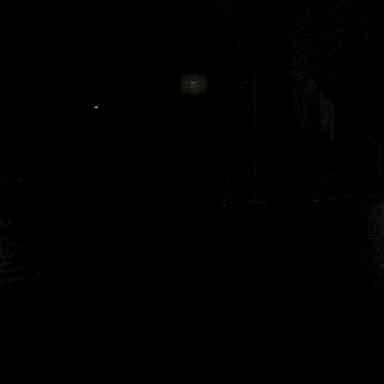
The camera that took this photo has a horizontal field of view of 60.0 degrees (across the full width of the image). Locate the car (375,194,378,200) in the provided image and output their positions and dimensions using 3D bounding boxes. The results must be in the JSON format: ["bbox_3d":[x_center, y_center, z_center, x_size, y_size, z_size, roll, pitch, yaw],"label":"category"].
[{"bbox_3d":[36.552,1.303,68.717,1.752,1.417,4.829,-1,0,35],"label":"car"}]

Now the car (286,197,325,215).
[{"bbox_3d":[10.773,1.424,31.491,1.947,1.339,4.313,0,0,35],"label":"car"}]

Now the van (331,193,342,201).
[{"bbox_3d":[35.872,1.186,82.713,1.690,1.788,3.998,-1,0,35],"label":"van"}]

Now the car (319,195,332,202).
[{"bbox_3d":[29.453,1.427,73.439,1.802,1.307,4.206,0,0,35],"label":"car"}]

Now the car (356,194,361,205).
[{"bbox_3d":[23.614,1.378,50.034,1.947,1.339,4.313,0,0,35],"label":"car"}]

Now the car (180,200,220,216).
[{"bbox_3d":[0.557,1.524,31.713,1.802,1.307,4.206,0,0,35],"label":"car"}]

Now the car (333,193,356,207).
[{"bbox_3d":[20.403,1.137,45.400,2.192,1.841,5.009,0,0,35],"label":"car"}]

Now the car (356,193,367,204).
[{"bbox_3d":[26.823,1.118,54.671,2.192,1.841,5.009,0,0,35],"label":"car"}]

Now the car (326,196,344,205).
[{"bbox_3d":[23.194,1.354,53.943,1.812,1.442,4.674,-1,0,35],"label":"car"}]

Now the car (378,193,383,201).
[{"bbox_3d":[42.875,1.359,77.848,1.802,1.307,4.206,-1,0,35],"label":"car"}]

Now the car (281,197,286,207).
[{"bbox_3d":[13.399,1.455,50.258,1.947,1.339,4.313,0,0,35],"label":"car"}]

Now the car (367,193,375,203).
[{"bbox_3d":[33.244,1.100,63.943,2.192,1.841,5.009,0,0,35],"label":"car"}]

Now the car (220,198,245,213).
[{"bbox_3d":[3.766,1.366,36.348,1.967,1.590,4.097,0,0,35],"label":"car"}]

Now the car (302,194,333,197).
[{"bbox_3d":[17.097,1.336,45.137,2.128,1.511,4.902,-1,0,35],"label":"car"}]

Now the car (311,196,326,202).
[{"bbox_3d":[26.243,1.418,68.804,1.947,1.339,4.313,0,0,35],"label":"car"}]

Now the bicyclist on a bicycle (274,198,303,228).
[{"bbox_3d":[5.304,1.177,18.392,1.656,1.620,0.582,-1,0,35],"label":"bicyclist on a bicycle"}]

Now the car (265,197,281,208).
[{"bbox_3d":[10.092,1.426,45.481,1.752,1.417,4.829,0,0,35],"label":"car"}]

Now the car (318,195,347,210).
[{"bbox_3d":[17.193,1.377,40.763,1.887,1.381,4.507,0,0,35],"label":"car"}]

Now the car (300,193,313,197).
[{"bbox_3d":[19.821,1.415,59.531,1.887,1.381,4.507,0,0,35],"label":"car"}]

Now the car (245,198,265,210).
[{"bbox_3d":[6.978,1.494,40.985,1.802,1.307,4.206,0,0,35],"label":"car"}]
